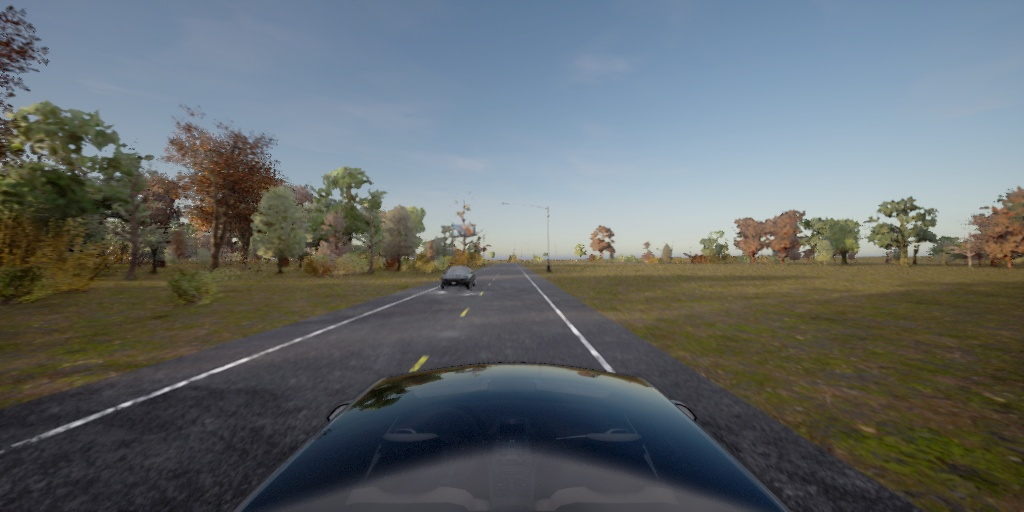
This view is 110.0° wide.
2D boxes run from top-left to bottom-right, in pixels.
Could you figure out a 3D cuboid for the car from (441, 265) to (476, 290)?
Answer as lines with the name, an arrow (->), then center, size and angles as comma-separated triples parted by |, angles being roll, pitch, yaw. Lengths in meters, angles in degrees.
car -> -3.597, 1.431, 24.622 | 1.882, 1.535, 5.008 | 0, -1, 0
